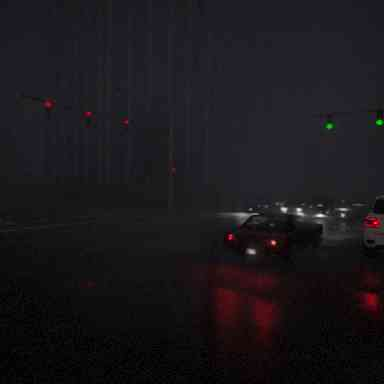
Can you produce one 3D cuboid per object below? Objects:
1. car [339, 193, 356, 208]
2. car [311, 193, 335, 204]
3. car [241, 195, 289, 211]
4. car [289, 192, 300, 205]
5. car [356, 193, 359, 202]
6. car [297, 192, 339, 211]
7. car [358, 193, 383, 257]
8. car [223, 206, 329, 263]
[{"bbox_3d":[16.444,0.892,36.768,1.812,1.442,4.674,2,2,35],"label":"car"},{"bbox_3d":[17.467,0.803,44.239,1.895,1.301,4.718,2,2,36],"label":"car"},{"bbox_3d":[6.135,0.942,28.235,2.033,1.411,5.357,2,2,35],"label":"car"},{"bbox_3d":[11.774,0.776,36.225,1.882,1.535,5.008,2,2,35],"label":"car"},{"bbox_3d":[22.541,0.812,45.302,2.033,1.411,5.357,2,2,36],"label":"car"},{"bbox_3d":[11.198,0.961,29.343,1.837,1.490,4.892,2,2,35],"label":"car"},{"bbox_3d":[7.441,1.074,11.496,2.150,2.045,5.566,2,2,35],"label":"car"},{"bbox_3d":[2.988,1.382,11.263,1.895,1.301,4.718,2,2,35],"label":"car"}]
